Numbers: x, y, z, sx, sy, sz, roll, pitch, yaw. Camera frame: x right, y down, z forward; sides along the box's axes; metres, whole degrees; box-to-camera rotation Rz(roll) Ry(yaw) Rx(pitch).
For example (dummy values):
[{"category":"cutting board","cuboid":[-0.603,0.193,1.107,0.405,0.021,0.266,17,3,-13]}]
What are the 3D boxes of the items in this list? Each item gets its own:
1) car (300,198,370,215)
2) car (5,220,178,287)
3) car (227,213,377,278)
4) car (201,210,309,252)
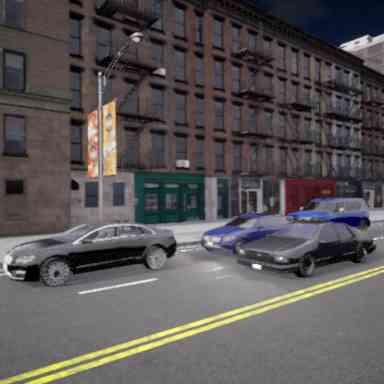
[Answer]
[{"category":"car","cuboid":[7.177,1.352,17.350,5.566,2.045,2.150,0,-1,-38]},{"category":"car","cuboid":[-2.710,1.615,9.811,4.902,1.511,2.128,0,-1,-37]},{"category":"car","cuboid":[3.878,1.633,10.636,5.357,1.411,2.033,0,-1,-37]},{"category":"car","cuboid":[2.514,1.652,13.673,4.674,1.442,1.812,0,-1,-37]}]
